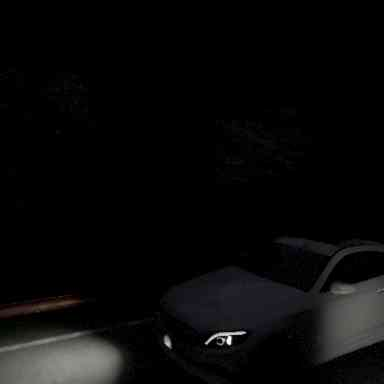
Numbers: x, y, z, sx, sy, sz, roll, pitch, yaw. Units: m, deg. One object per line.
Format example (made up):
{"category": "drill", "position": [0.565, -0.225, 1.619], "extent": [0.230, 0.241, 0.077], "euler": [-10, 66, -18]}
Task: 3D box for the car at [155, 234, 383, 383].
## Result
{"category": "car", "position": [1.764, 1.403, 4.892], "extent": [4.674, 1.442, 1.812], "euler": [0, 2, -29]}
